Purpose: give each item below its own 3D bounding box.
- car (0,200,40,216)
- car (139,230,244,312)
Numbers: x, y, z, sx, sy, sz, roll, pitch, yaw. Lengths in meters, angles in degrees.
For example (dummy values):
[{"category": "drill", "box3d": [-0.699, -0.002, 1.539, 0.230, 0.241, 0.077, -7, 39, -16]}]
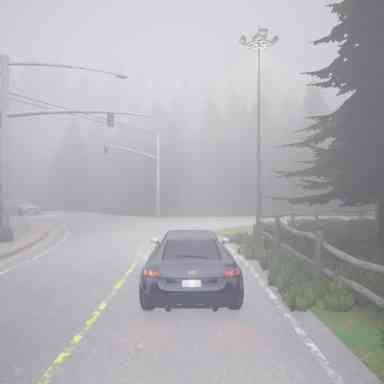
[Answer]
[{"category": "car", "box3d": [-17.064, 1.526, 32.839, 4.674, 1.442, 1.812, 0, 0, 30]}, {"category": "car", "box3d": [-0.030, 1.564, 7.803, 1.994, 1.385, 4.181, 0, 0, -1]}]
